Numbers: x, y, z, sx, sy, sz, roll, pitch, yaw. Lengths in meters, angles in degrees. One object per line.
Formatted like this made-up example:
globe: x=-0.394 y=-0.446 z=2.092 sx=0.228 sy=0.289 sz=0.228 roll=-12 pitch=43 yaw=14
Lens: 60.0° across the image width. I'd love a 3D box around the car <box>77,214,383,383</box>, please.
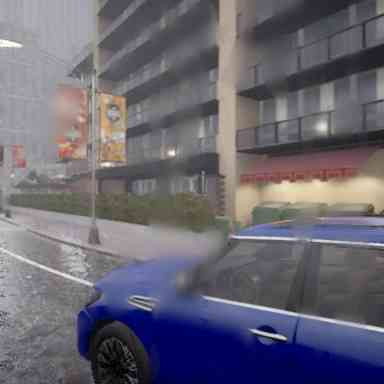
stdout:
car: x=1.258 y=1.245 z=3.186 sx=5.566 sy=2.045 sz=2.150 roll=0 pitch=0 yaw=37
